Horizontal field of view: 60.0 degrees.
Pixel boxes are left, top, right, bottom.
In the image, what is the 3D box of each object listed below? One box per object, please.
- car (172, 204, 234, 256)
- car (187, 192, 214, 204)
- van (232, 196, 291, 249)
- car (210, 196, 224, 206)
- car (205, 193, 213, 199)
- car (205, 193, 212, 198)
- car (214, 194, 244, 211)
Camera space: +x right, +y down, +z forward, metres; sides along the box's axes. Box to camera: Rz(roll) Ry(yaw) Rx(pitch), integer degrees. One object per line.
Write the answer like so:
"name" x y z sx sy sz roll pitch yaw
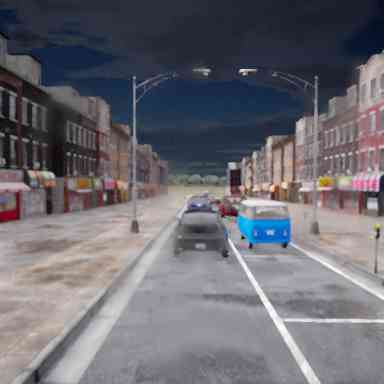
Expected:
"car" 0.317 1.403 12.619 1.837 1.490 4.892 0 0 1
"car" 0.636 1.115 29.732 2.097 1.767 4.553 0 0 1
"van" 2.859 1.241 13.848 1.690 1.788 3.998 -1 0 1
"car" 3.480 1.219 47.038 1.802 1.307 4.206 -1 0 1
"car" 4.097 0.946 80.226 1.947 1.339 4.313 -1 0 1
"car" 4.200 0.919 85.757 1.802 1.307 4.206 -1 0 1
"car" 3.064 1.127 24.911 2.192 1.841 5.009 -1 0 1
